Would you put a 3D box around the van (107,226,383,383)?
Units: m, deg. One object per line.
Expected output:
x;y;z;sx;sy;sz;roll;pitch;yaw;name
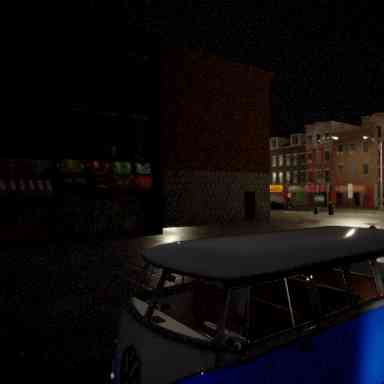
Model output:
1.124;1.341;3.624;3.998;1.788;1.690;0;0;-36;van

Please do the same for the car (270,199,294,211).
10.027;1.561;39.627;1.994;1.385;4.181;0;0;-35;car
